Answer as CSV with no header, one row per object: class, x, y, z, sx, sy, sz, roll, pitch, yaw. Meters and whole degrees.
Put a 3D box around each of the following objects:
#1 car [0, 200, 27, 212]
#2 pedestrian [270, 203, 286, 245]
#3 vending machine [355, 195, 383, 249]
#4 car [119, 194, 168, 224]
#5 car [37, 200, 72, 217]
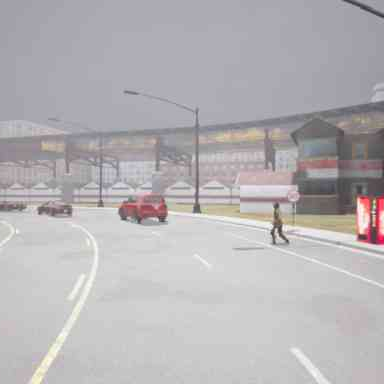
car,-21.459,1.599,38.445,4.718,1.301,1.895,0,0,26
pedestrian,3.602,1.293,14.059,0.375,1.860,0.375,0,0,-16
vending machine,7.509,1.195,13.697,1.100,2.100,0.880,0,0,-15
car,-3.793,1.216,25.305,2.150,2.045,5.566,0,-1,-30
car,-12.933,1.525,31.296,4.674,1.442,1.812,0,0,44
